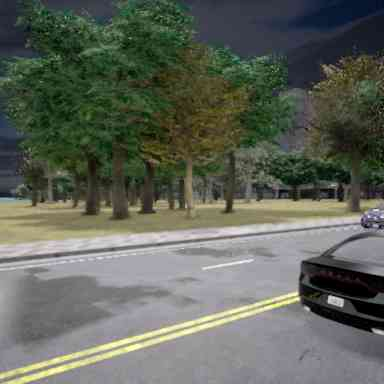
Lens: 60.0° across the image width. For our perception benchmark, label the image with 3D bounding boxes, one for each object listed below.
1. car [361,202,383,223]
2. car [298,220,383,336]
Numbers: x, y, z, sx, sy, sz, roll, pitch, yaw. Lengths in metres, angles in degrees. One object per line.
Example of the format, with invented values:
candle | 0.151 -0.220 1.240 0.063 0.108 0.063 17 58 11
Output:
car | 12.416 1.381 20.526 4.553 1.767 2.097 0 0 -35
car | 4.163 1.484 6.411 5.008 1.535 1.882 0 0 -35
